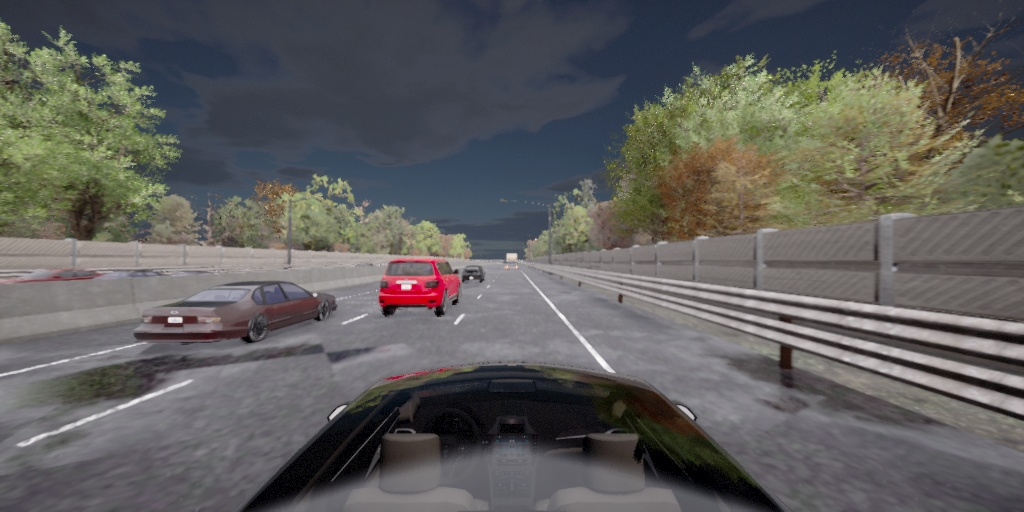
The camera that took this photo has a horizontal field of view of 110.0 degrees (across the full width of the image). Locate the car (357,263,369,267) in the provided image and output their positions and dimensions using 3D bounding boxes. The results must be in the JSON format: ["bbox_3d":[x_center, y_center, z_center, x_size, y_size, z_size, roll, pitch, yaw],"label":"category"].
[{"bbox_3d":[-24.542,1.932,60.147,1.837,1.490,4.892,0,-1,0],"label":"car"}]

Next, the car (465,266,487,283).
[{"bbox_3d":[-3.414,1.608,32.673,1.837,1.490,4.892,0,0,0],"label":"car"}]

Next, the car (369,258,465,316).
[{"bbox_3d":[-3.405,1.112,14.224,2.150,2.045,5.566,0,0,0],"label":"car"}]

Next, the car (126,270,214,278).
[{"bbox_3d":[-17.606,1.511,19.493,1.994,1.385,4.181,0,-1,0],"label":"car"}]

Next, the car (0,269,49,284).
[{"bbox_3d":[-24.606,1.422,19.323,1.882,1.535,5.008,0,-1,0],"label":"car"}]

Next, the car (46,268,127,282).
[{"bbox_3d":[-21.108,1.498,19.815,2.033,1.411,5.357,0,-1,0],"label":"car"}]

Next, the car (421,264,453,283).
[{"bbox_3d":[-6.913,1.588,33.493,1.882,1.535,5.008,0,0,0],"label":"car"}]

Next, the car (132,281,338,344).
[{"bbox_3d":[-6.903,1.387,9.858,2.033,1.411,5.357,0,-1,0],"label":"car"}]
